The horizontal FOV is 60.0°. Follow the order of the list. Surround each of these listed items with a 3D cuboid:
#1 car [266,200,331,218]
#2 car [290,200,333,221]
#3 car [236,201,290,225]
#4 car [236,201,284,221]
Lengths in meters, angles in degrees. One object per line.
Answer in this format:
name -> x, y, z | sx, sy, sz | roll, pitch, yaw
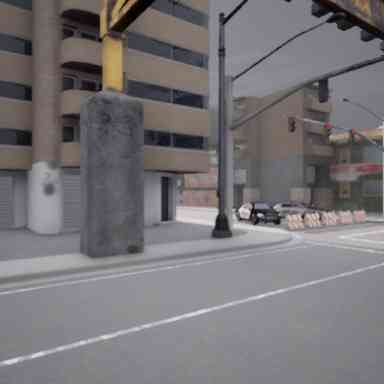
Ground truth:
car -> 8.297, 1.295, 26.121 | 4.536, 1.218, 1.853 | 0, 0, 35
car -> 8.340, 1.452, 26.092 | 4.974, 1.542, 2.038 | 0, 0, 35
car -> 4.763, 1.452, 23.945 | 2.038, 1.542, 4.974 | 0, 0, -10
car -> 4.753, 1.295, 23.996 | 1.853, 1.218, 4.536 | 0, 0, -10
